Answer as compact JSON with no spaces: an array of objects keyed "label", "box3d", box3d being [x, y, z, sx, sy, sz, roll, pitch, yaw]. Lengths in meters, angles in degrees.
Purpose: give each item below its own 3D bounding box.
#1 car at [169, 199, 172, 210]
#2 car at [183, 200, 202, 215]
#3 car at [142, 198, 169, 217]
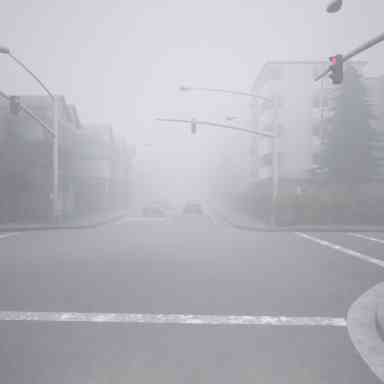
[{"label":"car","box3d":[-3.573,1.505,41.822,1.837,1.490,4.892,0,0,1]},{"label":"car","box3d":[0.071,1.525,34.288,1.812,1.442,4.674,0,0,0]},{"label":"car","box3d":[-3.579,1.505,31.734,1.837,1.490,4.892,0,0,0]}]
